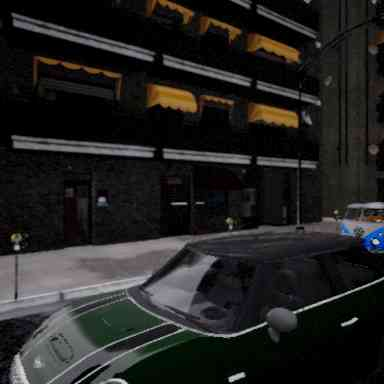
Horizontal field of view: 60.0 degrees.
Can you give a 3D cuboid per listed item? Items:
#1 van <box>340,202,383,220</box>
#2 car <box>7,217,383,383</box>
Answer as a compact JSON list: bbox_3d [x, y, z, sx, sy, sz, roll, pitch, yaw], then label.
[{"bbox_3d":[6.695,1.227,11.323,3.998,1.788,1.690,-1,1,-35],"label":"van"},{"bbox_3d":[0.508,1.328,3.720,4.553,1.767,2.097,-1,0,-35],"label":"car"}]
